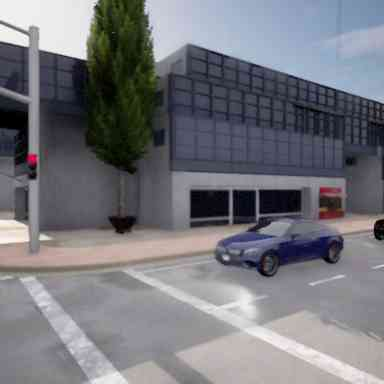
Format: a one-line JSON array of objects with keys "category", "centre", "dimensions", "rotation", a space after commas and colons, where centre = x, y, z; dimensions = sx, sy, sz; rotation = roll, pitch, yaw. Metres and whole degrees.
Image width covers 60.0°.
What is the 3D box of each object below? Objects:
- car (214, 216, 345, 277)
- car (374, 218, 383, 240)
[{"category": "car", "centre": [2.857, 1.516, 10.334], "dimensions": [4.674, 1.442, 1.812], "rotation": [0, 0, -34]}, {"category": "car", "centre": [10.499, 1.457, 15.648], "dimensions": [5.008, 1.535, 1.882], "rotation": [0, 0, -35]}]
